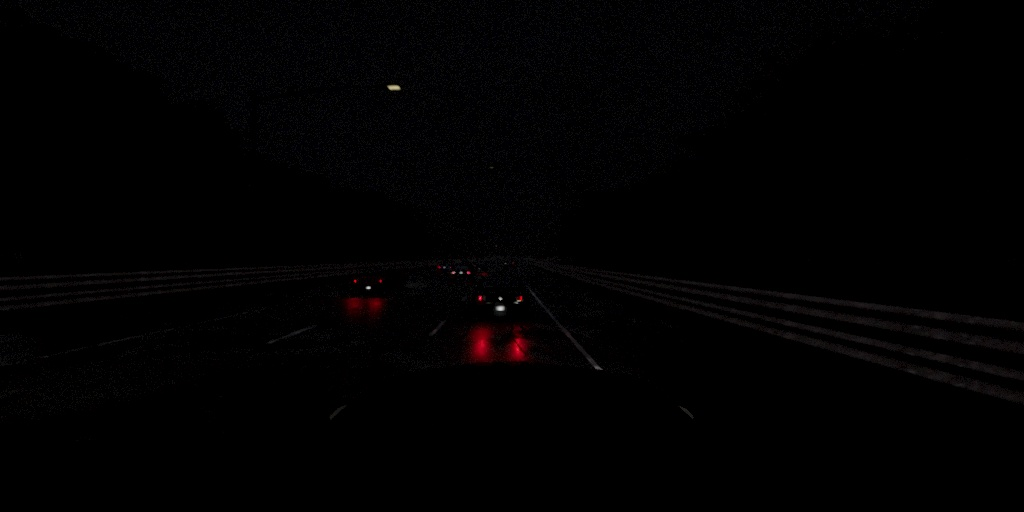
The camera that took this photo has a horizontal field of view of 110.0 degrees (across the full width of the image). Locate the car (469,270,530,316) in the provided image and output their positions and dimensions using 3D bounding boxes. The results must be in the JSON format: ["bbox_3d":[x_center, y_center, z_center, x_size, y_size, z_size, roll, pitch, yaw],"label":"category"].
[{"bbox_3d":[-0.427,1.400,13.707,1.895,1.301,4.718,1,0,-2],"label":"car"}]

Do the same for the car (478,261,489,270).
[{"bbox_3d":[-4.226,1.438,48.614,1.812,1.442,4.674,1,0,0],"label":"car"}]

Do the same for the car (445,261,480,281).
[{"bbox_3d":[-4.172,1.392,31.052,2.033,1.411,5.357,1,0,-3],"label":"car"}]

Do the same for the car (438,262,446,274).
[{"bbox_3d":[-7.799,1.408,44.079,2.033,1.411,5.357,1,0,0],"label":"car"}]

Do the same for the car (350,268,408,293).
[{"bbox_3d":[-7.538,1.366,20.918,1.895,1.301,4.718,1,0,-1],"label":"car"}]
